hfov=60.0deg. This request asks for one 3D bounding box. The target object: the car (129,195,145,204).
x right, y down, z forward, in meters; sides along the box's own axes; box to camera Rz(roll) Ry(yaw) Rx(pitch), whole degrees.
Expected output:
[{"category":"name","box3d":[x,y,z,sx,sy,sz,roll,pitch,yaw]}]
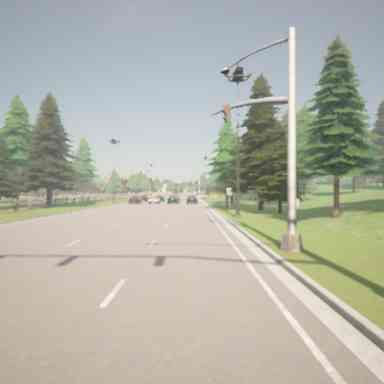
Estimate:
[{"category":"car","box3d":[-10.494,1.492,61.545,1.837,1.490,4.892,0,0,0]}]

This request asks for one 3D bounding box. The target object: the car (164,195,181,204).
[{"category":"car","box3d":[-3.494,1.338,61.930,2.097,1.767,4.553,0,0,0]}]

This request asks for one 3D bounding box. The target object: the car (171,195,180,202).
[{"category":"car","box3d":[-3.493,1.341,71.964,1.812,1.442,4.674,0,0,0]}]

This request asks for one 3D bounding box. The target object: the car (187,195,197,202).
[{"category":"car","box3d":[0.007,1.369,71.963,1.994,1.385,4.181,0,0,0]}]

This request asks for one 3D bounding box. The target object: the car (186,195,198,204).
[{"category":"car","box3d":[0.006,1.338,61.897,2.097,1.767,4.553,0,0,0]}]

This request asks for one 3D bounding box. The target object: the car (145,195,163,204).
[{"category":"car","box3d":[-6.994,1.587,61.991,1.895,1.301,4.718,0,0,0]}]
